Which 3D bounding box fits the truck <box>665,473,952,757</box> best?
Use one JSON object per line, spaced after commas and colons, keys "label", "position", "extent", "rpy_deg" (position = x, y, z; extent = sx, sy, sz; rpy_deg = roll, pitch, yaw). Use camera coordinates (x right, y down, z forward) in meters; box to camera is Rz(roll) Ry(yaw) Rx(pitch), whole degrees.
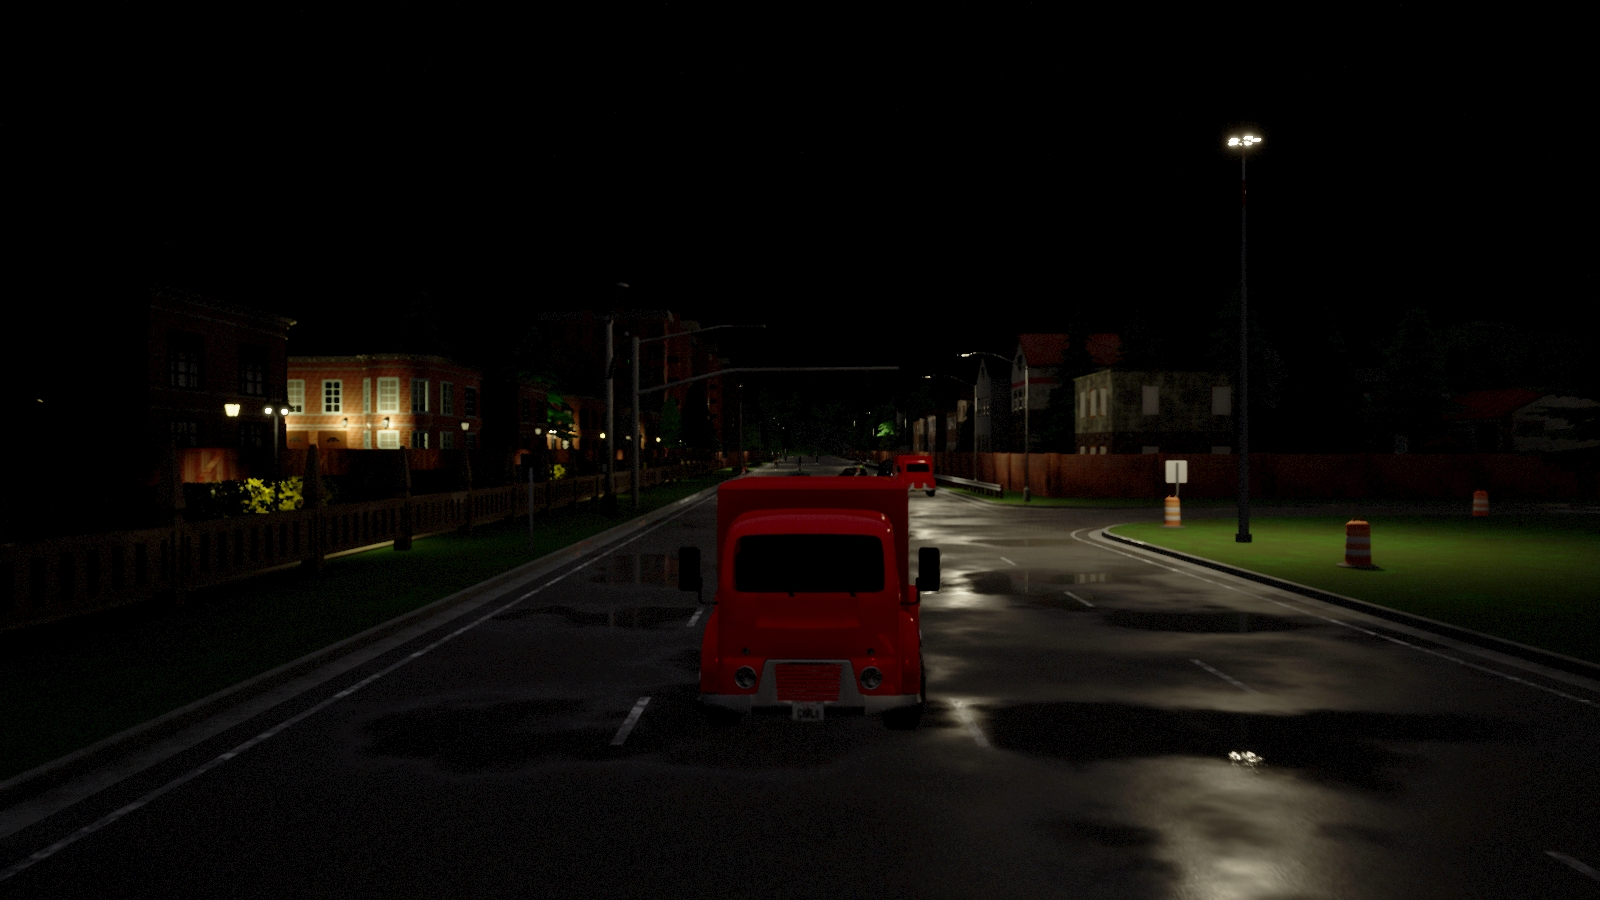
{"label": "truck", "position": [0.163, 1.565, 13.084], "extent": [2.627, 2.467, 5.204], "rpy_deg": [0, 0, 2]}
